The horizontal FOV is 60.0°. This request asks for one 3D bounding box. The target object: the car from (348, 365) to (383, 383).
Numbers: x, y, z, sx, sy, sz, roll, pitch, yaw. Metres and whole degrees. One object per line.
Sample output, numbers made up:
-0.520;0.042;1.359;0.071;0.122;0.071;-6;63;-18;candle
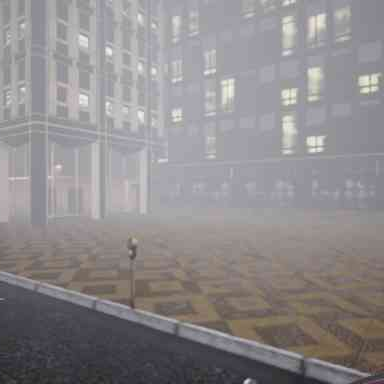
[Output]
2.498;1.437;1.128;4.097;1.590;1.967;0;0;35;car
